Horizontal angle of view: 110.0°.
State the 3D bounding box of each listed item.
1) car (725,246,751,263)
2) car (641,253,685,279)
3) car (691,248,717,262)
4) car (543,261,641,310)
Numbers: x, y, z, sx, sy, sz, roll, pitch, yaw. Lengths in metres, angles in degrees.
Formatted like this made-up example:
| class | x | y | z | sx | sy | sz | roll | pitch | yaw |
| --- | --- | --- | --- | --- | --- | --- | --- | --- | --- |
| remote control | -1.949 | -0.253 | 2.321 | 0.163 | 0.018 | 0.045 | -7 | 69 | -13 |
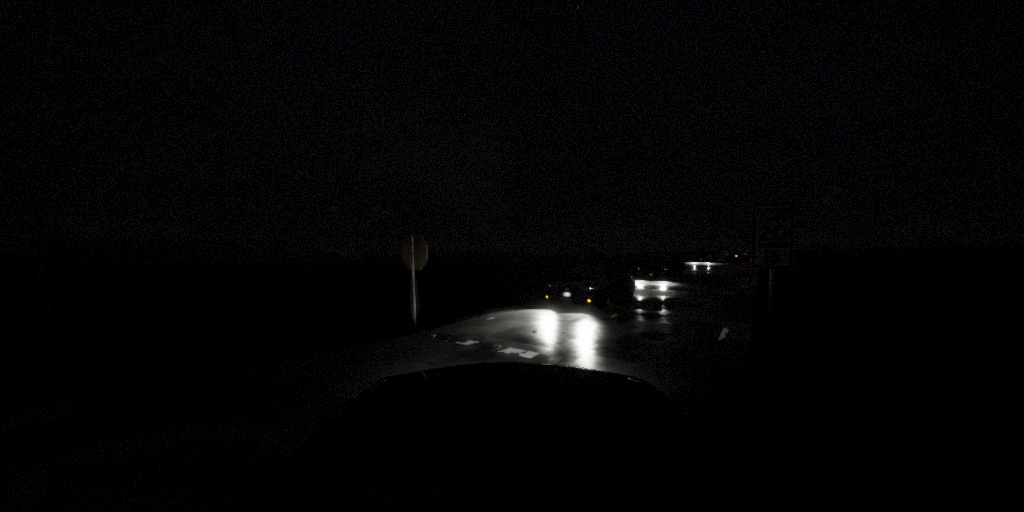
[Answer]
| class | x | y | z | sx | sy | sz | roll | pitch | yaw |
| --- | --- | --- | --- | --- | --- | --- | --- | --- | --- |
| car | 22.122 | -0.106 | 35.165 | 1.994 | 1.385 | 4.181 | 1 | 2 | 35 |
| car | 9.017 | 0.511 | 21.498 | 2.033 | 1.411 | 5.357 | 1 | 3 | 35 |
| car | 19.901 | -0.162 | 36.962 | 2.033 | 1.411 | 5.357 | 1 | 2 | 36 |
| car | 2.833 | 0.924 | 12.651 | 1.994 | 1.385 | 4.181 | 1 | 3 | 35 |
